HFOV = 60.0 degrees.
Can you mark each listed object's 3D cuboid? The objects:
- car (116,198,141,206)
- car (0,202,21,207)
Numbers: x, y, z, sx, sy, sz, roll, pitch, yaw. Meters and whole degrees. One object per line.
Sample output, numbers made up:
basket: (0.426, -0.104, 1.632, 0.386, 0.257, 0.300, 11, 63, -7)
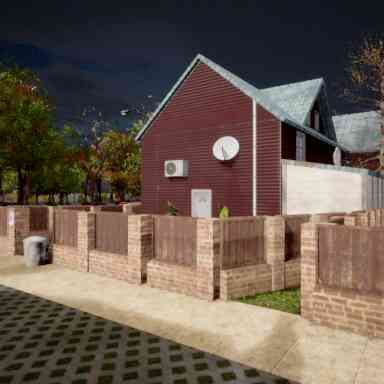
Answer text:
car: (-6.533, 1.451, 36.816, 2.097, 1.767, 4.553, 0, 0, 35)
car: (-14.847, 1.556, 25.082, 1.837, 1.490, 4.892, 0, 0, 35)
